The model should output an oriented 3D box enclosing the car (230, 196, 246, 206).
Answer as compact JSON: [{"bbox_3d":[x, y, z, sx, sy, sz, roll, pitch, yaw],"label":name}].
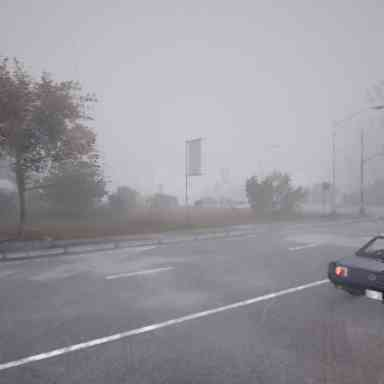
[{"bbox_3d":[6.130,1.405,52.959,2.033,1.411,5.357,0,0,-39],"label":"car"}]

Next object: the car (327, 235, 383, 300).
[{"bbox_3d":[5.173,1.610,7.430,4.718,1.301,1.895,0,0,-36],"label":"car"}]

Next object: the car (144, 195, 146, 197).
[{"bbox_3d":[-8.182,1.301,65.378,2.097,1.767,4.553,0,0,-39],"label":"car"}]

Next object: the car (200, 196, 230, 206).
[{"bbox_3d":[3.108,1.383,51.132,1.837,1.490,4.892,0,0,-39],"label":"car"}]
